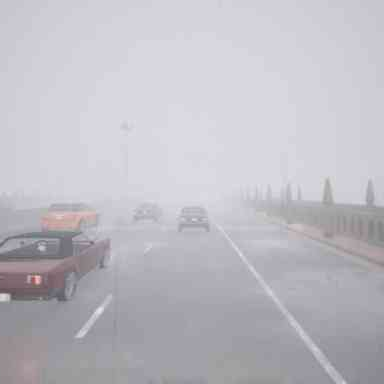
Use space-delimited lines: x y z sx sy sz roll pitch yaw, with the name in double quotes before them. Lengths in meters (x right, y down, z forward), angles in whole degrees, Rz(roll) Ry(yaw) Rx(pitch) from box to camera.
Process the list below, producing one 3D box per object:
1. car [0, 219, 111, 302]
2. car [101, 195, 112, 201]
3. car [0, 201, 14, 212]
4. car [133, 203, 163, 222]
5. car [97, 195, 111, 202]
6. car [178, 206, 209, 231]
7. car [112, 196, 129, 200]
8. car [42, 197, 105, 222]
"car" -3.398 1.601 8.190 1.895 1.301 4.718 0 0 0
"car" -16.616 1.357 64.110 2.097 1.767 4.553 0 0 2
"car" -14.079 1.565 22.501 1.994 1.385 4.181 0 0 0
"car" -3.386 1.549 26.222 2.033 1.411 5.357 0 0 0
"car" -19.787 1.504 75.169 1.837 1.490 4.892 0 0 2
"car" 0.105 1.548 20.631 2.033 1.411 5.357 0 0 0
"car" -13.146 1.505 63.276 1.837 1.490 4.892 0 0 2
"car" -6.894 1.353 19.433 2.097 1.767 4.553 0 0 0
